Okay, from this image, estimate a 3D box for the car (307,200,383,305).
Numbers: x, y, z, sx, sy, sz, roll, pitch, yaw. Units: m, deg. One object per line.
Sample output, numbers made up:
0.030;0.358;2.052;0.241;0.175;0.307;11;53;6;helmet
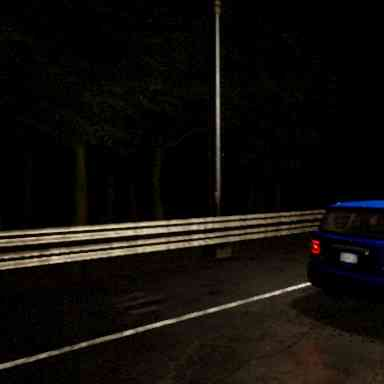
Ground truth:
4.839;1.178;7.190;5.566;2.045;2.150;-1;0;-35;car
